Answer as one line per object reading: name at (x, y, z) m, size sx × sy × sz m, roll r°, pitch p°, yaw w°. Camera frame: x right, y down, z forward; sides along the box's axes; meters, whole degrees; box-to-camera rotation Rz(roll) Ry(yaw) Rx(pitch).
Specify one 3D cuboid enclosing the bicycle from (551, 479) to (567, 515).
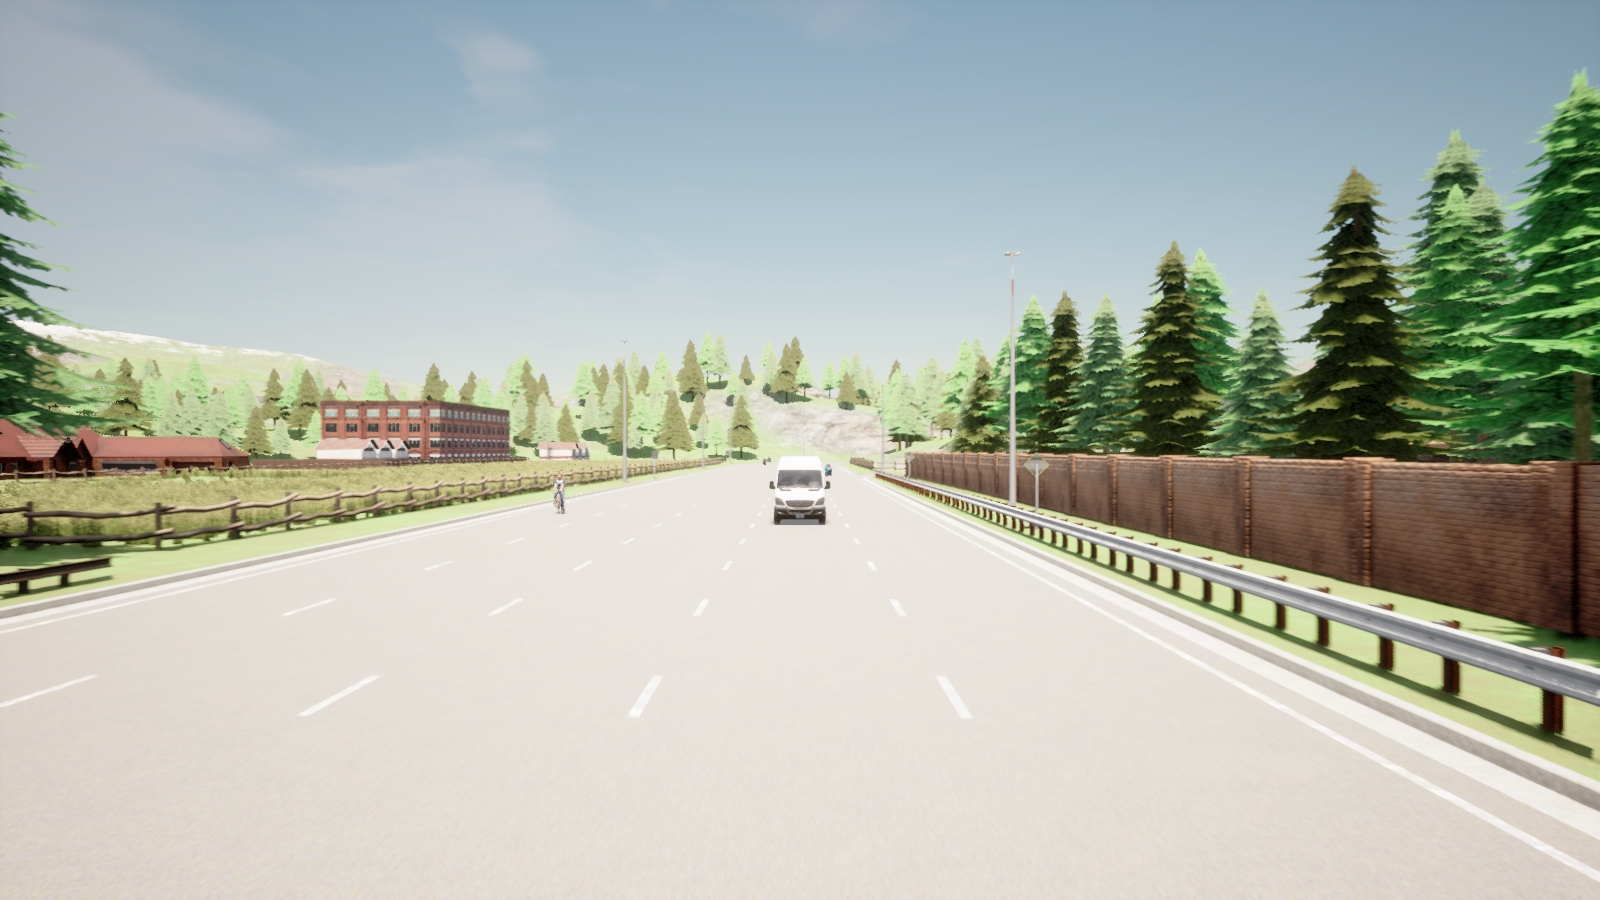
bicycle at (-10.505, 2.056, 49.849) m, size 0.373 × 1.496 × 1.643 m, roll 0°, pitch 0°, yaw 0°

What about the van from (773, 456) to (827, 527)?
van at (-0.002, 1.534, 44.664) m, size 1.988 × 2.561 × 5.915 m, roll 0°, pitch 0°, yaw 0°
